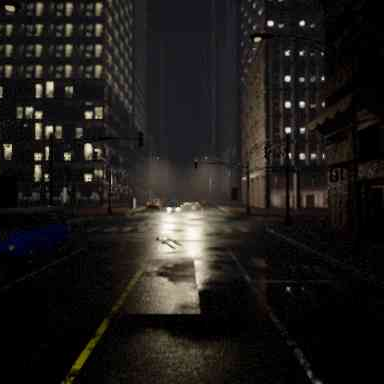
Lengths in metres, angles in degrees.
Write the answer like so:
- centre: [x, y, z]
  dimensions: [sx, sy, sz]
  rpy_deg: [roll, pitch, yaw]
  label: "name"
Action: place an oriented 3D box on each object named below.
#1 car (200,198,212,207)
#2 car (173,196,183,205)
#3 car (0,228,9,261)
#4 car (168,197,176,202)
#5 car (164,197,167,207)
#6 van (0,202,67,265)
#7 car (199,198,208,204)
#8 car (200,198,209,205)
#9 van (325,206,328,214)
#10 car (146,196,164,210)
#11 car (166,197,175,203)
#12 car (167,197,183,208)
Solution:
- centre: [2.695, 2.011, 60.988]
  dimensions: [1.802, 1.307, 4.206]
  rpy_deg: [1, 0, 0]
  label: "car"
- centre: [-3.009, 1.862, 72.029]
  dimensions: [2.097, 1.767, 4.553]
  rpy_deg: [0, 0, 0]
  label: "car"
- centre: [-5.645, 1.610, 6.169]
  dimensions: [1.947, 1.339, 4.313]
  rpy_deg: [1, 0, 0]
  label: "car"
- centre: [-5.688, 2.216, 94.376]
  dimensions: [2.008, 1.369, 4.403]
  rpy_deg: [1, 0, 0]
  label: "car"
- centre: [-5.684, 1.972, 55.351]
  dimensions: [1.802, 1.307, 4.206]
  rpy_deg: [1, 0, 0]
  label: "car"
- centre: [-5.811, 1.424, 11.712]
  dimensions: [1.690, 1.788, 3.998]
  rpy_deg: [1, 0, 0]
  label: "van"
- centre: [2.694, 2.113, 77.721]
  dimensions: [1.947, 1.339, 4.313]
  rpy_deg: [1, 0, 0]
  label: "car"
- centre: [2.696, 2.035, 72.314]
  dimensions: [1.752, 1.417, 4.829]
  rpy_deg: [1, 0, 0]
  label: "car"
- centre: [15.979, 1.695, 34.288]
  dimensions: [3.998, 1.788, 1.690]
  rpy_deg: [0, -2, 0]
  label: "van"
- centre: [-5.680, 1.790, 49.776]
  dimensions: [1.967, 1.590, 4.097]
  rpy_deg: [1, 0, 0]
  label: "car"
- centre: [-5.687, 2.170, 88.801]
  dimensions: [1.887, 1.381, 4.507]
  rpy_deg: [1, 0, 0]
  label: "car"
- centre: [-3.057, 2.000, 56.691]
  dimensions: [1.895, 1.301, 4.718]
  rpy_deg: [0, 0, 1]
  label: "car"
